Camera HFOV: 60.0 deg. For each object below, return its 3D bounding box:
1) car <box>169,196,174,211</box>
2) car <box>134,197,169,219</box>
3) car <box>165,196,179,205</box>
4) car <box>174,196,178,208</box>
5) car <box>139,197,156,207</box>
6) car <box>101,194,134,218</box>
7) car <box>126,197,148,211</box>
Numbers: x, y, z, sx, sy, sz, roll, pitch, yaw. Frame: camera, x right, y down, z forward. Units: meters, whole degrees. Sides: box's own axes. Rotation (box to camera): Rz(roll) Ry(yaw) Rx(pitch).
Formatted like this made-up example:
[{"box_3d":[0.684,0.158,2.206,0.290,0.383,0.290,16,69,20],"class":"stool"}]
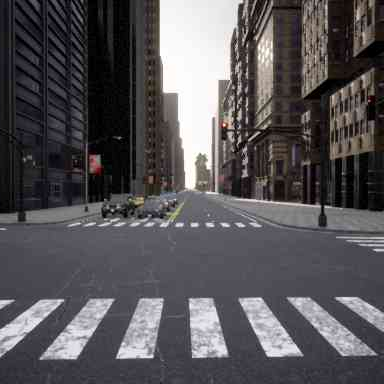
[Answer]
[{"box_3d":[-3.423,1.480,37.989,1.812,1.442,4.674,0,0,0],"class":"car"},{"box_3d":[-3.403,1.323,29.007,2.097,1.767,4.553,0,0,0],"class":"car"},{"box_3d":[-3.430,1.465,58.431,2.033,1.411,5.357,0,0,0],"class":"car"},{"box_3d":[-3.450,1.501,48.014,1.994,1.385,4.181,0,0,-1],"class":"car"},{"box_3d":[-6.694,1.496,50.506,1.994,1.385,4.181,0,0,0],"class":"car"},{"box_3d":[-6.658,1.190,30.610,2.150,2.045,5.566,0,0,0],"class":"car"},{"box_3d":[-6.669,1.428,40.615,1.882,1.535,5.008,0,0,0],"class":"car"}]
